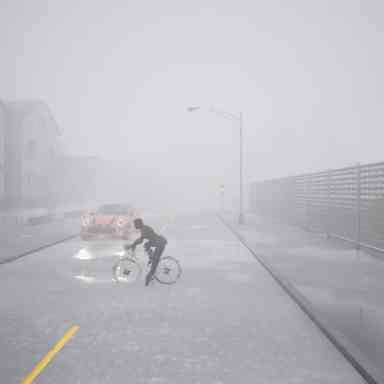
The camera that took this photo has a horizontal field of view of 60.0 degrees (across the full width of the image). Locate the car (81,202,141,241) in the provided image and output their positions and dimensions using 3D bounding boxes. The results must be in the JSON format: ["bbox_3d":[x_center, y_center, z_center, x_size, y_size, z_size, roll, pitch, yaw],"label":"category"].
[{"bbox_3d":[-3.877,1.352,16.595,2.097,1.767,4.553,0,0,1],"label":"car"}]

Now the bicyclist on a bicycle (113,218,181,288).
[{"bbox_3d":[-1.099,1.450,7.969,1.656,1.620,0.582,-2,0,1],"label":"bicyclist on a bicycle"}]
